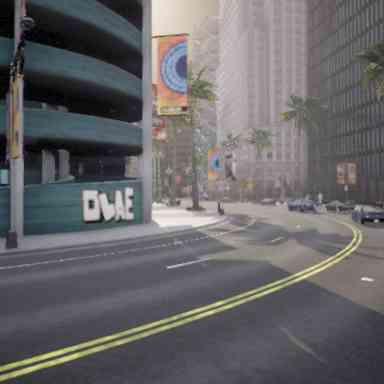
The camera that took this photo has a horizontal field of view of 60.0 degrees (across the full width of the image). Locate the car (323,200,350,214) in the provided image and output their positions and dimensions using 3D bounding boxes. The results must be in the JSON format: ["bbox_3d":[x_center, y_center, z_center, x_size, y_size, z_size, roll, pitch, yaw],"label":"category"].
[{"bbox_3d":[17.890,1.806,40.621,1.837,1.490,4.892,0,-1,-6],"label":"car"}]

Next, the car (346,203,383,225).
[{"bbox_3d":[13.612,1.783,25.679,1.895,1.301,4.718,0,-1,15],"label":"car"}]

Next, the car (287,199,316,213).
[{"bbox_3d":[14.051,1.694,43.039,2.097,1.767,4.553,0,0,-8],"label":"car"}]

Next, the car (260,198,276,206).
[{"bbox_3d":[15.841,2.058,69.318,2.231,1.521,4.892,0,-1,-11],"label":"car"}]
